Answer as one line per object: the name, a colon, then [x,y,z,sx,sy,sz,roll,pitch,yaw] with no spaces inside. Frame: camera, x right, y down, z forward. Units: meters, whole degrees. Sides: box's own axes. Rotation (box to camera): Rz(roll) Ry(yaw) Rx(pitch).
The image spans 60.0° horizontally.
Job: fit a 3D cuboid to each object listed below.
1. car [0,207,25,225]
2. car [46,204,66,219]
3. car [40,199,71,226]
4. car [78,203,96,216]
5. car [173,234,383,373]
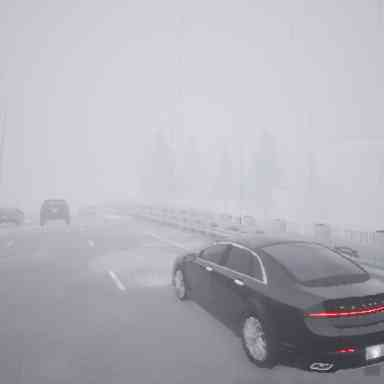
car: [-15.063,1.984,27.483,2.033,1.411,5.357,0,-1,-22]
car: [-15.440,2.166,37.832,2.033,1.411,5.357,0,-1,-22]
car: [-11.309,1.614,27.521,2.150,2.045,5.566,0,-1,-22]
car: [-13.023,2.127,41.204,1.882,1.535,5.008,0,-1,-22]
car: [1.129,1.521,5.922,1.837,1.490,4.892,0,0,-22]
